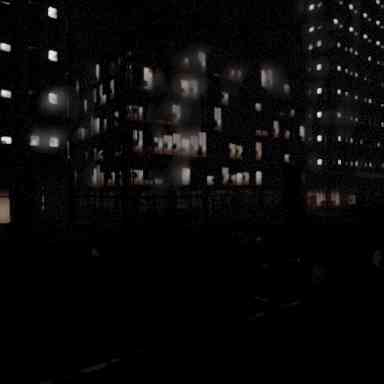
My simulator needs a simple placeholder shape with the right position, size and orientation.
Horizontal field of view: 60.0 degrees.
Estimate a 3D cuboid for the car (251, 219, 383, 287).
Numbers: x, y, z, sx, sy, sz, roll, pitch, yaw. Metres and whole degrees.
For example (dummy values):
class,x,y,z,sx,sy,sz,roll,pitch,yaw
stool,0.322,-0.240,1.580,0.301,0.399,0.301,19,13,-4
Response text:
class,x,y,z,sx,sy,sz,roll,pitch,yaw
car,3.565,1.467,9.108,4.507,1.381,1.887,-1,0,-36
